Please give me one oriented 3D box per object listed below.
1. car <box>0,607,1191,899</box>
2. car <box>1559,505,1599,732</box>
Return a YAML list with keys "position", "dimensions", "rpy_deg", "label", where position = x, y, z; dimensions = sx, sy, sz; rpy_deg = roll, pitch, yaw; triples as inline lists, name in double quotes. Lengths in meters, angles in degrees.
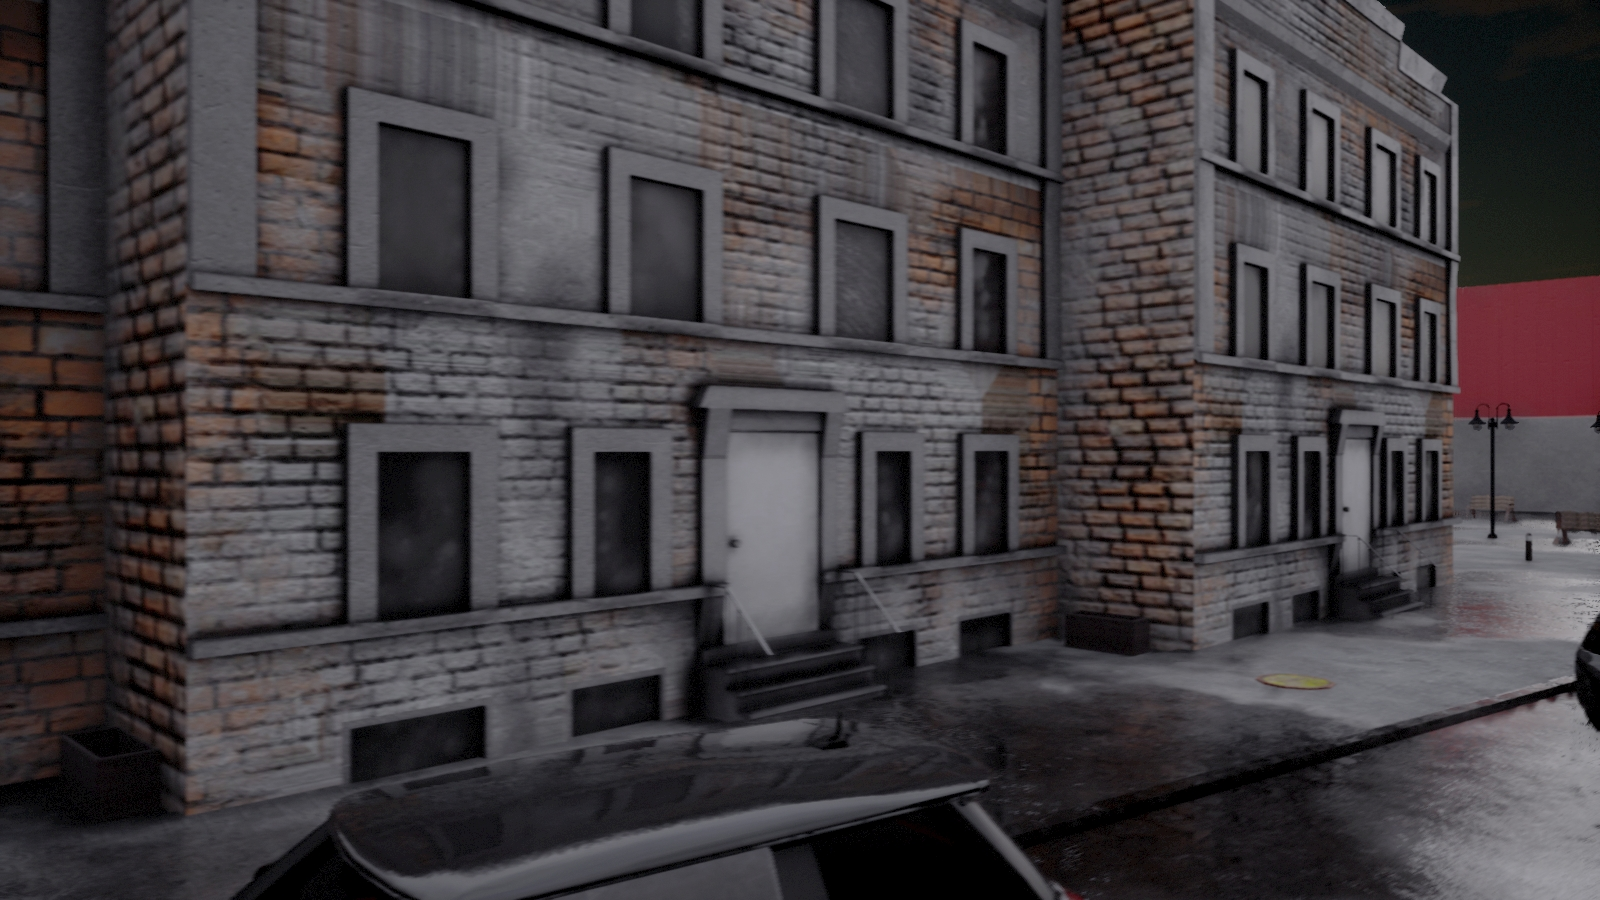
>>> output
- position: [-1.048, 1.686, 3.674]
  dimensions: [4.553, 1.767, 2.097]
  rpy_deg: [0, 0, -35]
  label: "car"
- position: [10.028, 1.558, 11.487]
  dimensions: [5.566, 2.045, 2.150]
  rpy_deg: [0, 0, -36]
  label: "car"
